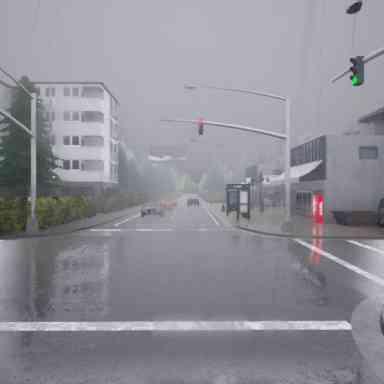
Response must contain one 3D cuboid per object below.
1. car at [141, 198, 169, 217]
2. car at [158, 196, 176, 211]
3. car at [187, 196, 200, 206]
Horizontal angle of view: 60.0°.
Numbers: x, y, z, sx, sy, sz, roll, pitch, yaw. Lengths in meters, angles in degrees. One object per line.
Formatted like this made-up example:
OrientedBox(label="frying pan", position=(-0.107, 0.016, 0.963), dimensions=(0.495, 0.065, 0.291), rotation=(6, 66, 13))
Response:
OrientedBox(label="car", position=(-3.530, 1.564, 31.042), dimensions=(1.994, 1.385, 4.181), rotation=(0, 0, 0))
OrientedBox(label="car", position=(-3.501, 1.352, 40.744), dimensions=(2.097, 1.767, 4.553), rotation=(0, 0, 0))
OrientedBox(label="car", position=(0.236, 1.505, 54.213), dimensions=(1.837, 1.490, 4.892), rotation=(0, 0, 1))
